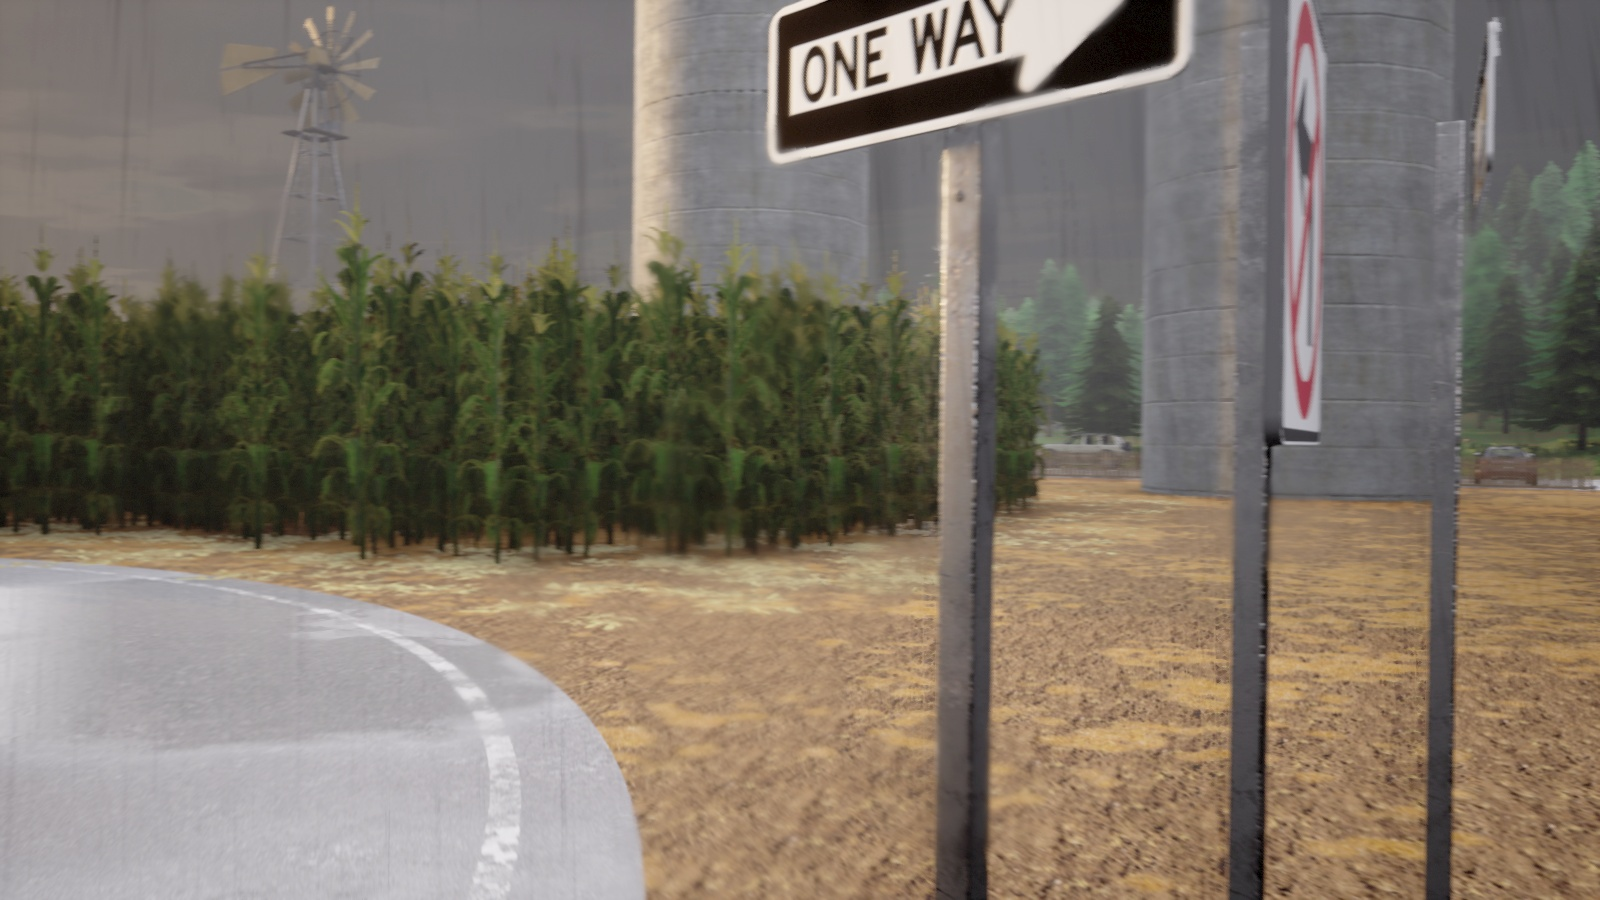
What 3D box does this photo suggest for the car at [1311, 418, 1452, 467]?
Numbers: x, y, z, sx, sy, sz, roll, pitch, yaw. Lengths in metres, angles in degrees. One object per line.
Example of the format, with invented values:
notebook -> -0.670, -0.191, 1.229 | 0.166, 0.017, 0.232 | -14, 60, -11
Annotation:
car -> 25.647, -0.328, 55.469 | 5.566, 2.045, 2.150 | 0, 1, 27

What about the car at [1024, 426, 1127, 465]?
car -> 13.481, -0.216, 61.542 | 4.605, 1.855, 1.932 | 0, 1, 27
